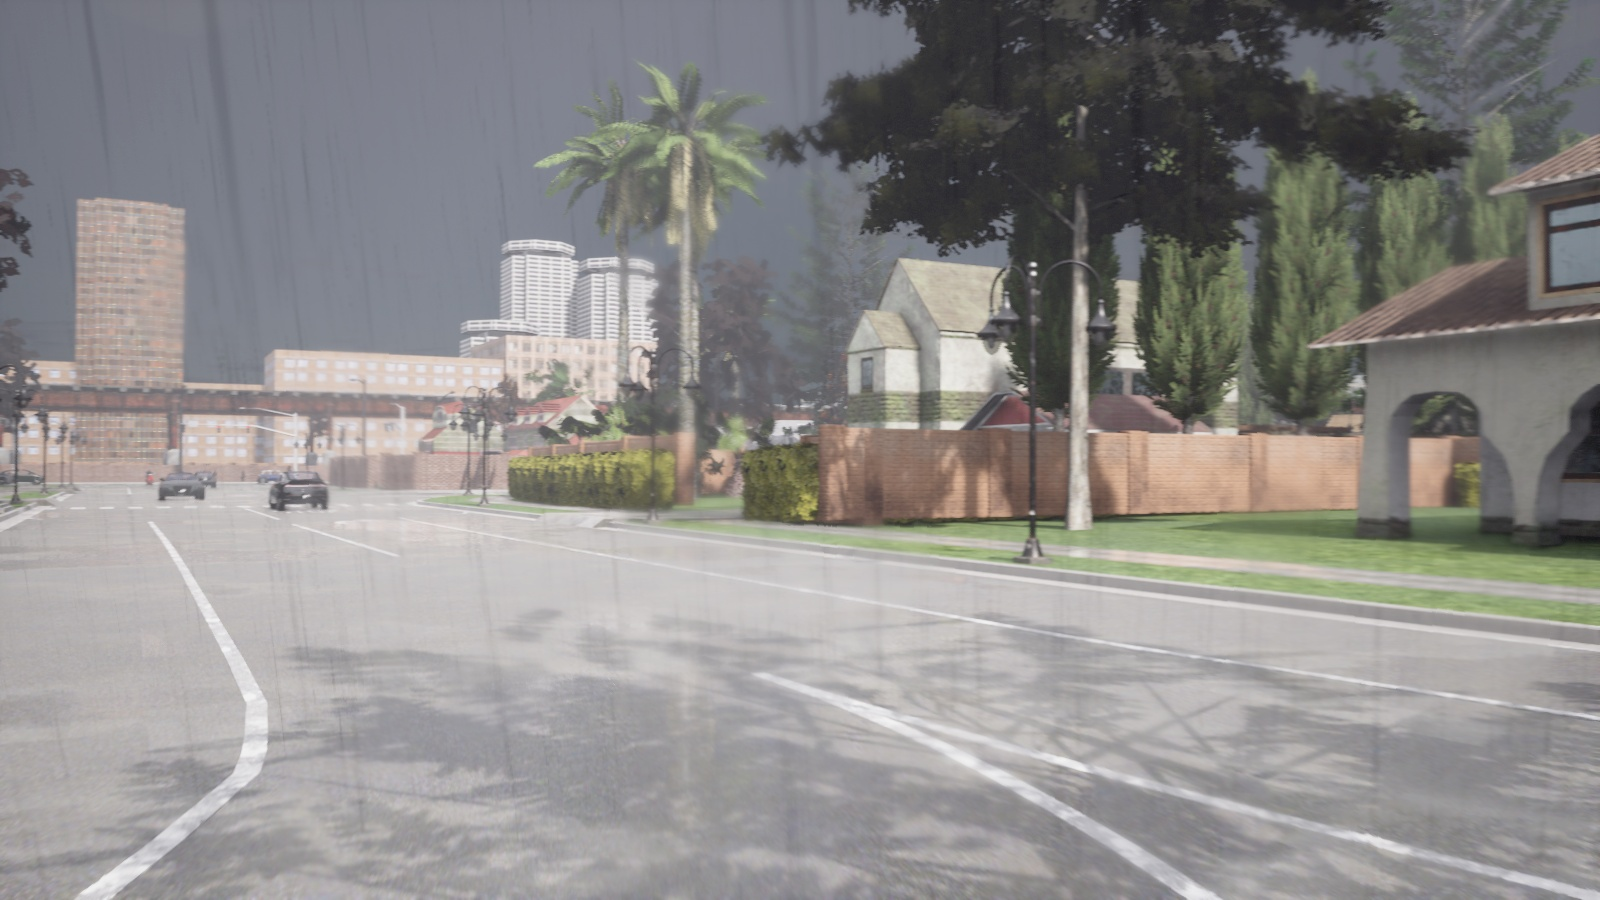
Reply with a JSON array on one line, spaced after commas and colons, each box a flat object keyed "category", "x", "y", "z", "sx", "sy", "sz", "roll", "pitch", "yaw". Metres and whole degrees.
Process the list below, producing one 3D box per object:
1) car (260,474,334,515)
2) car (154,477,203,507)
[{"category": "car", "x": -19.697, "y": 1.700, "z": 49.060, "sx": 2.128, "sy": 1.511, "sz": 4.902, "roll": 0, "pitch": -1, "yaw": -28}, {"category": "car", "x": -30.912, "y": 2.064, "z": 62.393, "sx": 1.994, "sy": 1.385, "sz": 4.181, "roll": 0, "pitch": -1, "yaw": -29}]
